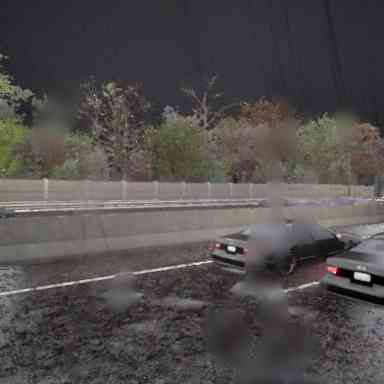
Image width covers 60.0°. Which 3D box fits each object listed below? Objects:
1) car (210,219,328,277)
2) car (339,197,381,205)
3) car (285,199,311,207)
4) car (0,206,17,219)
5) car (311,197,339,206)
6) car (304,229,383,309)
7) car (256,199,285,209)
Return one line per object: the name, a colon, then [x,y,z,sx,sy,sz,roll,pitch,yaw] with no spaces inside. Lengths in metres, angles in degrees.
car: [3.094,1.548,10.253,5.357,1.411,2.033,0,0,-36]
car: [17.358,1.495,33.564,5.008,1.535,1.882,0,0,-35]
car: [13.634,1.543,39.503,4.674,1.442,1.812,0,0,-35]
car: [-13.426,1.506,20.210,4.892,1.490,1.837,0,0,-35]
car: [15.759,1.370,36.720,4.553,1.767,2.097,0,0,-35]
car: [5.057,1.548,7.353,5.357,1.411,2.033,0,0,-36]
car: [10.386,1.563,41.488,5.357,1.411,2.033,0,0,-35]
